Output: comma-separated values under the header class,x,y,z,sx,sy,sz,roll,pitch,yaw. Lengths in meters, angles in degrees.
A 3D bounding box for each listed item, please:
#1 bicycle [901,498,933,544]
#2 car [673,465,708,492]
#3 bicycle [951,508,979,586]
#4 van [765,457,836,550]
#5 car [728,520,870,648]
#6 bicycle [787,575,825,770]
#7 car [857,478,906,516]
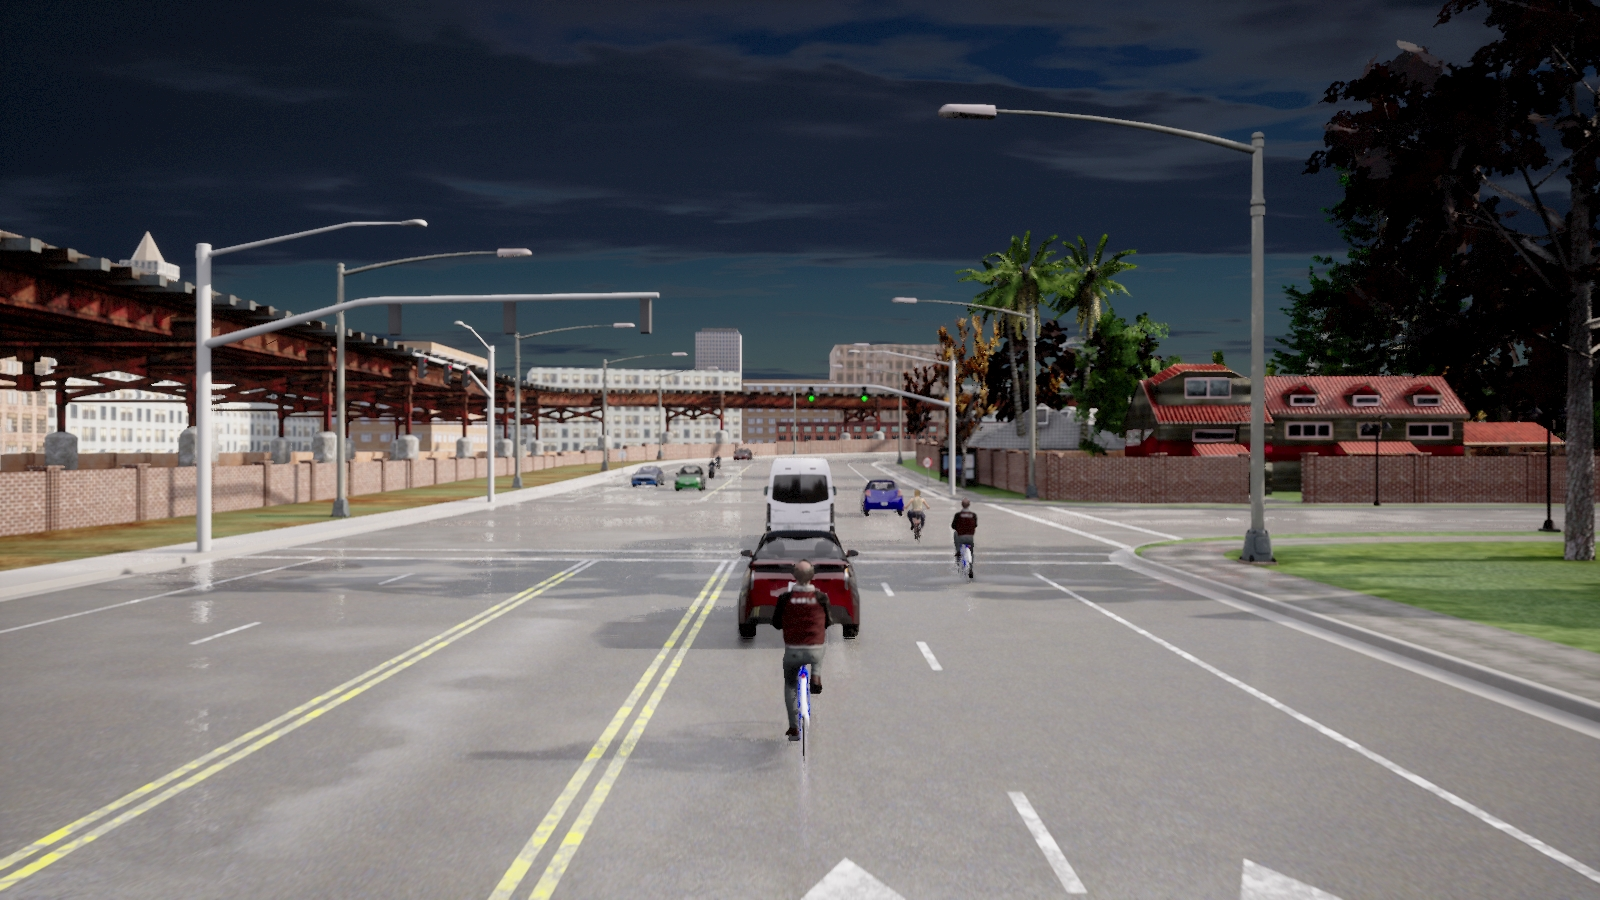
class,x,y,z,sx,sy,sz,roll,pitch,yaw
bicycle,3.559,2.139,34.774,0.859,1.301,1.487,0,0,1
car,-6.999,1.806,73.070,1.851,1.617,3.988,0,1,0
bicycle,3.518,2.043,24.452,0.329,1.496,1.835,0,0,0
van,0.018,1.528,34.963,1.988,2.561,5.915,0,0,0
car,-0.009,2.036,18.422,2.007,1.525,4.514,0,0,0
bicycle,0.047,2.046,10.906,0.329,1.496,1.835,0,0,0
car,3.500,2.007,49.411,1.845,1.501,3.633,0,0,0
